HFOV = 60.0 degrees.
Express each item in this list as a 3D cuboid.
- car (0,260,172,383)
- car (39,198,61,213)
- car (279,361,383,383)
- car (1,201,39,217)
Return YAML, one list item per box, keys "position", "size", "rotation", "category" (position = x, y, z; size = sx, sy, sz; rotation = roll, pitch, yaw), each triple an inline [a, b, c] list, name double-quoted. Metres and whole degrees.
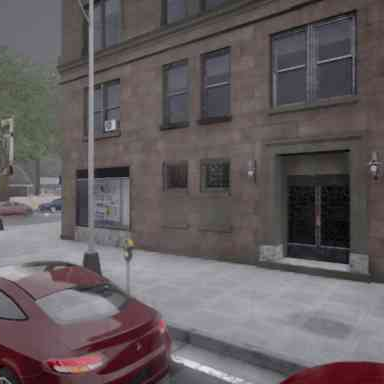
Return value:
- position: [-2.161, 1.586, 4.347]
  size: [4.206, 1.307, 1.802]
  rotation: [0, 0, 35]
  category: "car"
- position: [-14.281, 1.371, 36.475]
  size: [1.882, 1.535, 5.008]
  rotation: [0, 0, 35]
  category: "car"
- position: [2.337, 1.543, 1.151]
  size: [4.507, 1.381, 1.887]
  rotation: [0, 0, 35]
  category: "car"
- position: [-15.937, 1.497, 28.536]
  size: [1.994, 1.385, 4.181]
  rotation: [0, 0, 36]
  category: "car"
